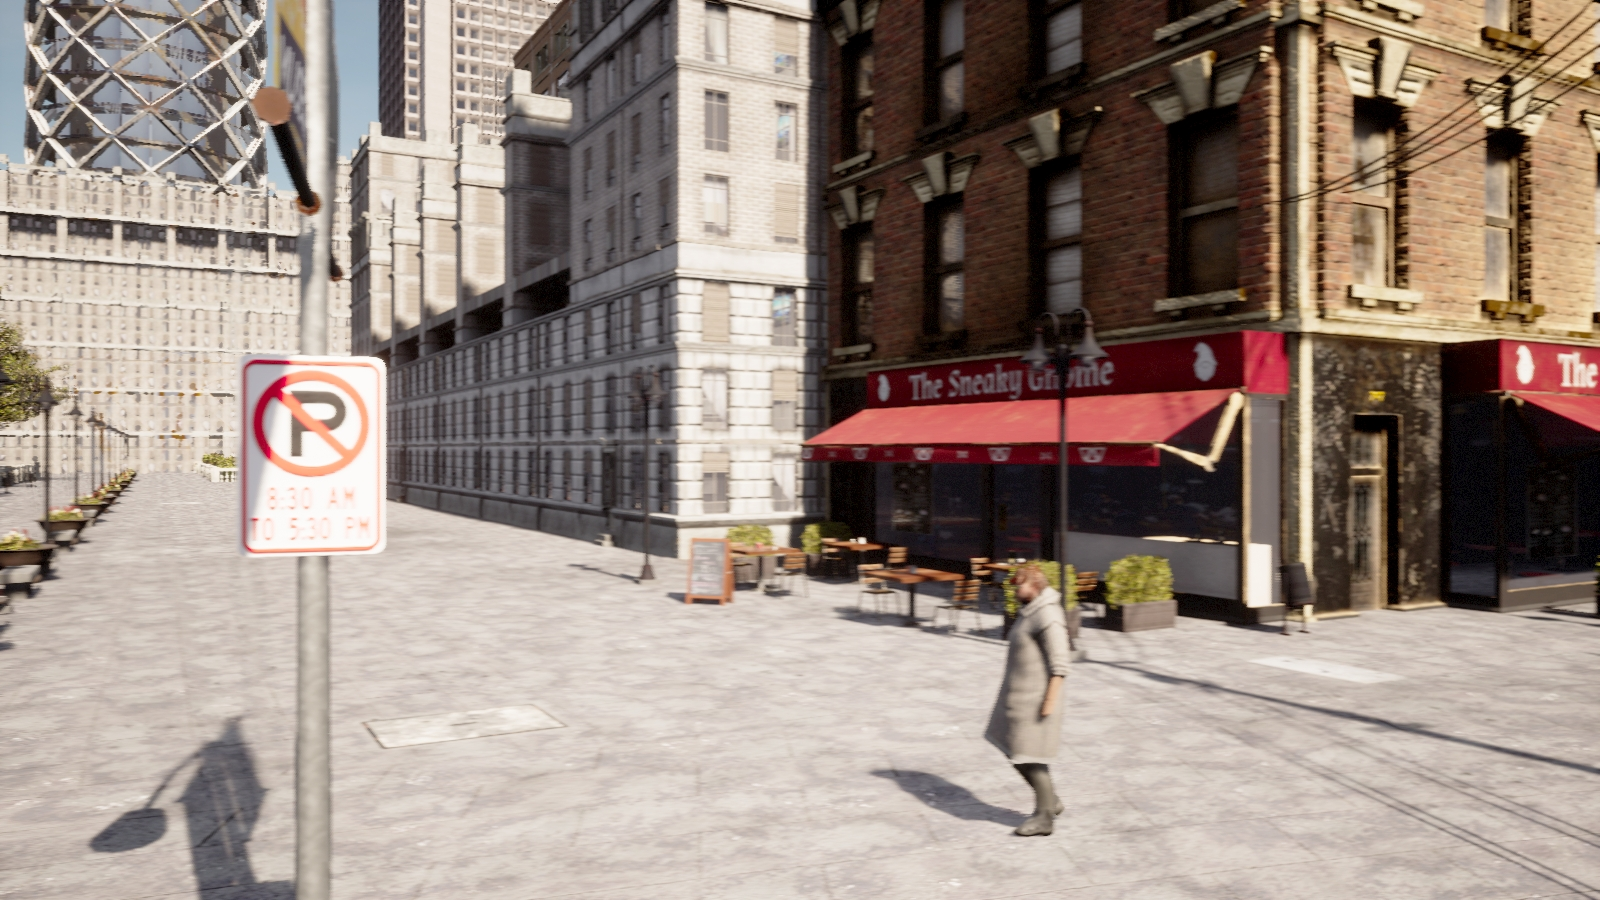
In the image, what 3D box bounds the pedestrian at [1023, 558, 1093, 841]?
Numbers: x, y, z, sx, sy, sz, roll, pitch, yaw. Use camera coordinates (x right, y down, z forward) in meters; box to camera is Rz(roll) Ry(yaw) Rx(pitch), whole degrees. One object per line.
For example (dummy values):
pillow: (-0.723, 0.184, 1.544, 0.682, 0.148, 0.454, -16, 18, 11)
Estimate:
pedestrian: (1.770, 1.694, 7.865, 0.375, 1.860, 0.375, 0, 0, -4)
